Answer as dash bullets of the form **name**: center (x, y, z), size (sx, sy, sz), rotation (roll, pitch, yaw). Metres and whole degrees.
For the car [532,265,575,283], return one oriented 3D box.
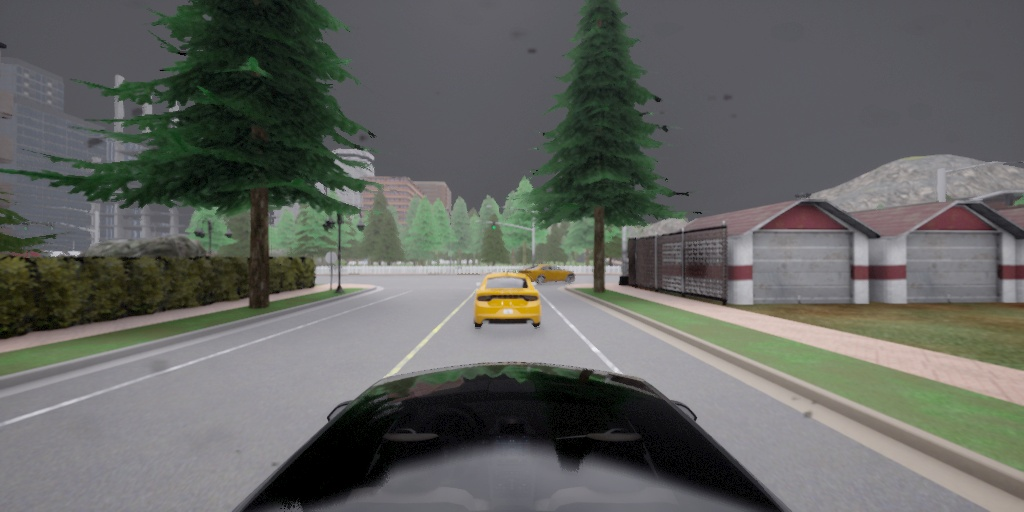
- **car**: center (2.821, 1.438, 28.605), size (5.008, 1.535, 1.882), rotation (0, -2, -35)

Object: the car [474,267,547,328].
- **car**: center (-0.188, 1.292, 11.777), size (1.882, 1.535, 5.008), rotation (0, 0, -2)
